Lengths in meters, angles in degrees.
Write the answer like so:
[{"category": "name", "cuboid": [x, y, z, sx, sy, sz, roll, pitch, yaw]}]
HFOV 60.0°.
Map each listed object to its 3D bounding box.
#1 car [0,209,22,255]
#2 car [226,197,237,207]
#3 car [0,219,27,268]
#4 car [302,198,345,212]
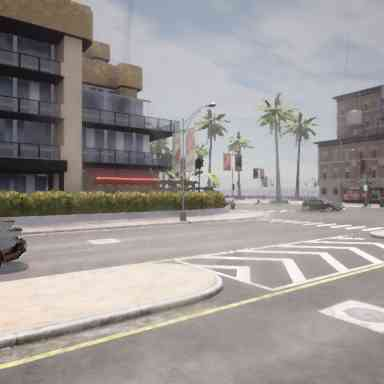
[{"category": "car", "cuboid": [-8.898, 1.492, 11.773, 4.902, 1.511, 2.128, 0, 0, -35]}, {"category": "car", "cuboid": [5.024, 1.526, 52.660, 1.812, 1.442, 4.674, 0, 0, -35]}, {"category": "car", "cuboid": [-7.086, 1.492, 8.770, 4.902, 1.511, 2.128, 0, 0, -36]}, {"category": "car", "cuboid": [15.034, 1.506, 38.328, 1.837, 1.490, 4.892, 0, 0, -35]}]
